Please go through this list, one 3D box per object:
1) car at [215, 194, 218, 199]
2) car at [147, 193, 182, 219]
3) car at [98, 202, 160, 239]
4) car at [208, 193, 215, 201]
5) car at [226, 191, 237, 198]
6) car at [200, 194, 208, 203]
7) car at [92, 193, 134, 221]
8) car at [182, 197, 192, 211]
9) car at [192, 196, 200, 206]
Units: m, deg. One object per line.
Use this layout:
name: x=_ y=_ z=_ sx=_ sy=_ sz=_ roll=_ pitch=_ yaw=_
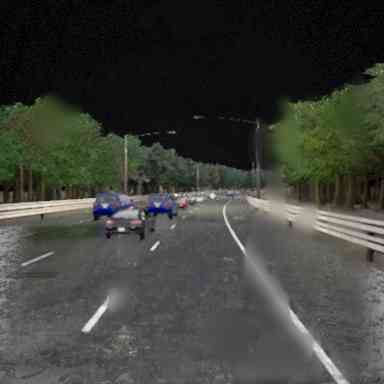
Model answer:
car: x=5.027 y=1.019 z=81.912 sx=1.812 sy=1.442 sz=4.674 roll=0 pitch=1 yaw=12
car: x=-2.467 y=1.121 z=28.211 sx=2.150 sy=2.045 sz=5.566 roll=0 pitch=0 yaw=4
car: x=-2.994 y=1.464 z=16.843 sx=1.812 sy=1.442 sz=4.674 roll=0 pitch=0 yaw=2
car: x=2.953 y=1.080 z=71.254 sx=2.128 sy=1.511 sz=4.902 roll=0 pitch=1 yaw=10
car: x=10.386 y=0.700 z=90.566 sx=1.882 sy=1.535 sz=5.008 roll=0 pitch=1 yaw=14
car: x=1.170 y=1.285 z=60.574 sx=1.895 sy=1.301 sz=4.718 roll=0 pitch=1 yaw=9
car: x=-5.985 y=1.123 z=26.171 sx=2.150 sy=2.045 sz=5.566 roll=0 pitch=0 yaw=4
car: x=-1.543 y=1.458 z=39.030 sx=1.895 sy=1.301 sz=4.718 roll=0 pitch=0 yaw=6
car: x=-0.332 y=1.381 z=49.819 sx=1.895 sy=1.301 sz=4.718 roll=0 pitch=1 yaw=7
